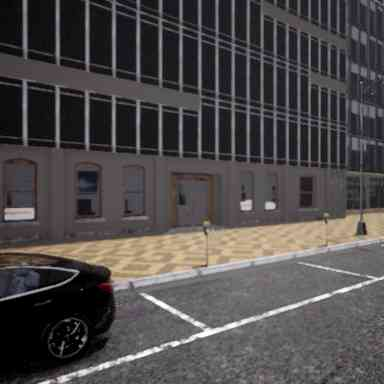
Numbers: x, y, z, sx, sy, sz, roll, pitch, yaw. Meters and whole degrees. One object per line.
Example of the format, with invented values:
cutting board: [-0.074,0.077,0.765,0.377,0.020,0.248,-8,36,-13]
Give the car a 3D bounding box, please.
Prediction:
car: [-3.129,1.566,4.325,4.313,1.339,1.947,0,0,-36]
